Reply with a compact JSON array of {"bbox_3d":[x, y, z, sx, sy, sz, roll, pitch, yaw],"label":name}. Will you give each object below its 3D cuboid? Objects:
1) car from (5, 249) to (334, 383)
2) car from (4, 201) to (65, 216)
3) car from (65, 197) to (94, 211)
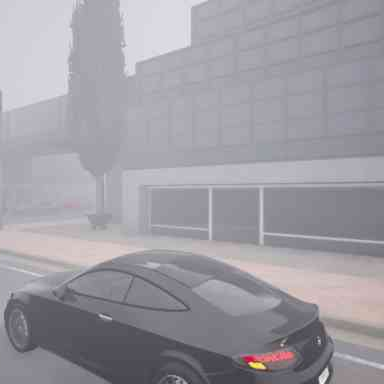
[{"bbox_3d":[-0.638,1.526,4.442,4.674,1.442,1.812,0,0,36],"label":"car"},{"bbox_3d":[-15.614,1.601,33.140,1.895,1.301,4.718,0,0,36],"label":"car"},{"bbox_3d":[-14.412,1.355,40.803,2.097,1.767,4.553,0,0,36],"label":"car"}]
